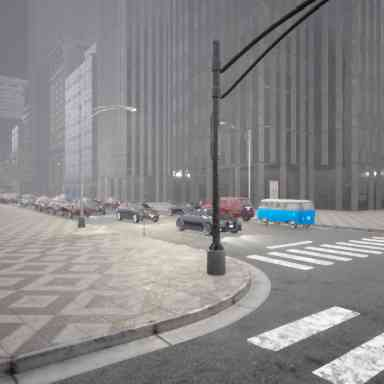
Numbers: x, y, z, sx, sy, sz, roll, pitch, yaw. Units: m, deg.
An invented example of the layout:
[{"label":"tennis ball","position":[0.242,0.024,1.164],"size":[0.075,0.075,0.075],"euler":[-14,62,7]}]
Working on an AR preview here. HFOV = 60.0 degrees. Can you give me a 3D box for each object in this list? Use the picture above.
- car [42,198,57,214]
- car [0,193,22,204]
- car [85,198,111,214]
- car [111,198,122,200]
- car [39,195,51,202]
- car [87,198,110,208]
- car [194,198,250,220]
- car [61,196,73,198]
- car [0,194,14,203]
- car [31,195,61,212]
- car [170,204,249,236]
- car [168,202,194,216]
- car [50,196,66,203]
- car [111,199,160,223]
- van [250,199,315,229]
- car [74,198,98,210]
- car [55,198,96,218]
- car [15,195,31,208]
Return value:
[{"label":"car","position":[-14.136,1.606,35.115],"size":[1.802,1.307,4.206],"euler":[0,0,-36]},{"label":"car","position":[-34.095,1.298,62.438],"size":[2.192,1.841,5.009],"euler":[0,0,-36]},{"label":"car","position":[-10.439,1.531,34.422],"size":[1.837,1.490,4.892],"euler":[0,0,-36]},{"label":"car","position":[-10.563,1.464,44.678],"size":[1.967,1.590,4.097],"euler":[0,0,-36]},{"label":"car","position":[-33.967,1.482,76.727],"size":[1.752,1.417,4.829],"euler":[0,0,-35]},{"label":"car","position":[-13.891,1.602,49.233],"size":[1.802,1.307,4.206],"euler":[0,0,-36]},{"label":"car","position":[2.744,1.352,26.461],"size":[2.192,1.841,5.009],"euler":[0,0,-36]},{"label":"car","position":[-16.487,1.546,42.779],"size":[1.812,1.442,4.674],"euler":[0,0,-36]},{"label":"car","position":[-37.422,1.285,66.992],"size":[2.192,1.841,5.009],"euler":[0,0,-36]},{"label":"car","position":[-17.462,1.461,39.669],"size":[1.967,1.590,4.097],"euler":[0,0,-36]},{"label":"car","position":[0.872,1.600,18.924],"size":[1.994,1.385,4.181],"euler":[0,0,-36]},{"label":"car","position":[-0.583,1.599,31.016],"size":[1.947,1.339,4.313],"euler":[0,0,-36]},{"label":"car","position":[-27.298,1.511,67.589],"size":[1.752,1.417,4.829],"euler":[0,0,-36]},{"label":"car","position":[-4.312,1.537,26.021],"size":[1.837,1.490,4.892],"euler":[0,0,-36]},{"label":"van","position":[6.072,1.379,21.906],"size":[1.690,1.788,3.998],"euler":[0,0,-36]},{"label":"car","position":[-14.436,1.547,45.220],"size":[1.812,1.442,4.674],"euler":[0,0,-36]},{"label":"car","position":[-10.809,1.572,30.561],"size":[1.887,1.381,4.507],"euler":[0,0,-36]},{"label":"car","position":[-24.115,1.562,48.776],"size":[2.008,1.369,4.403],"euler":[0,0,-36]}]
